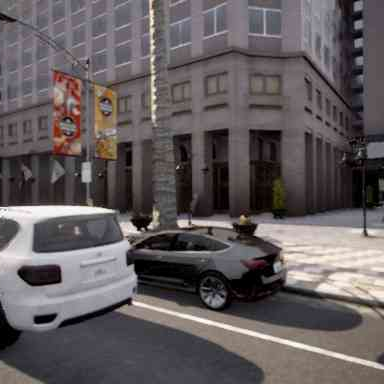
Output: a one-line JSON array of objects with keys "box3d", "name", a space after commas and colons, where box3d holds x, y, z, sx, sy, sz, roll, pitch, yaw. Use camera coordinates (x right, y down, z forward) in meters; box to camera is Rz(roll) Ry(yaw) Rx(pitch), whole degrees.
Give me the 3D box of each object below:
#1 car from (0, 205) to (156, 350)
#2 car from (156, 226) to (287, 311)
[{"box3d": [-3.565, 1.286, 6.526, 5.566, 2.045, 2.150, 0, 0, 35], "name": "car"}, {"box3d": [-0.217, 1.558, 7.936, 4.786, 1.482, 2.161, -1, 0, 35], "name": "car"}]
